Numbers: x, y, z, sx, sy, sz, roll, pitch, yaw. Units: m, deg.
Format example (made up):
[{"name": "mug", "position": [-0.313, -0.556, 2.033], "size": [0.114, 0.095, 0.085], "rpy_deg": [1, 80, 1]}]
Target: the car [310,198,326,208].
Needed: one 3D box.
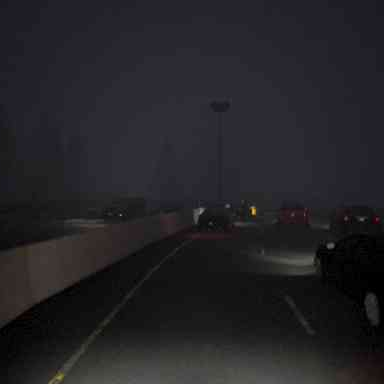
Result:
[{"name": "car", "position": [22.994, 2.018, 61.343], "size": [2.097, 1.767, 4.553], "rpy_deg": [0, -1, 43]}]

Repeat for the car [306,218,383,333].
[{"name": "car", "position": [4.065, 1.559, 6.907], "size": [1.882, 1.535, 5.008], "rpy_deg": [0, -1, 5]}]

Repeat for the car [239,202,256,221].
[{"name": "car", "position": [4.393, 1.785, 30.917], "size": [1.882, 1.535, 5.008], "rpy_deg": [0, -1, 19]}]

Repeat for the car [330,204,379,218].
[{"name": "car", "position": [9.922, 1.584, 20.535], "size": [2.097, 1.767, 4.553], "rpy_deg": [0, -1, 13]}]

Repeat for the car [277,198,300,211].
[{"name": "car", "position": [14.556, 1.876, 49.910], "size": [2.097, 1.767, 4.553], "rpy_deg": [0, -1, 34]}]

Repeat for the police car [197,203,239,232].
[{"name": "police car", "position": [1.693, 1.637, 21.840], "size": [1.930, 1.638, 5.238], "rpy_deg": [0, -1, 14]}]

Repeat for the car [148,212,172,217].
[{"name": "car", "position": [-2.313, 1.758, 29.360], "size": [2.128, 1.511, 4.902], "rpy_deg": [0, -1, 18]}]

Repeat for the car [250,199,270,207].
[{"name": "car", "position": [13.541, 2.153, 66.170], "size": [1.882, 1.535, 5.008], "rpy_deg": [0, -1, 39]}]

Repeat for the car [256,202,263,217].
[{"name": "car", "position": [6.460, 1.843, 36.282], "size": [1.882, 1.535, 5.008], "rpy_deg": [0, -1, 23]}]

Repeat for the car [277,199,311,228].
[{"name": "car", "position": [7.484, 1.614, 24.841], "size": [2.097, 1.767, 4.553], "rpy_deg": [0, -1, 16]}]

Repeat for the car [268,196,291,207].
[{"name": "car", "position": [17.232, 1.887, 65.106], "size": [2.150, 2.045, 5.566], "rpy_deg": [0, 0, 40]}]
